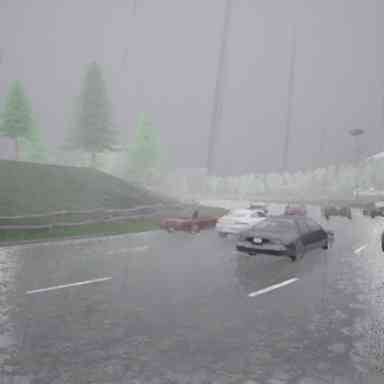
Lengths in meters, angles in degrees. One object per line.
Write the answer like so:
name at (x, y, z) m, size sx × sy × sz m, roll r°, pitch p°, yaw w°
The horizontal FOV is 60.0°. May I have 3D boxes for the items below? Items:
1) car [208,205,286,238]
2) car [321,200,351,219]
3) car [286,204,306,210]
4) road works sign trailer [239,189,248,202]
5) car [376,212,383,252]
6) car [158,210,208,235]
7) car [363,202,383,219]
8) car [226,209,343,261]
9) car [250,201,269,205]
car at (3.023, 1.611, 17.363) m, size 1.812 × 1.442 × 4.674 m, roll 0°, pitch -1°, yaw 37°
car at (13.075, 1.468, 30.406) m, size 2.097 × 1.767 × 4.553 m, roll 0°, pitch 0°, yaw 16°
car at (9.620, 1.733, 30.801) m, size 1.895 × 1.301 × 4.718 m, roll 0°, pitch 0°, yaw 17°
road works sign trailer at (13.803, 0.903, 90.716) m, size 2.380 × 3.560 × 2.880 m, roll 0°, pitch 0°, yaw -11°
car at (8.845, 1.605, 13.184) m, size 1.994 × 1.385 × 4.181 m, roll 0°, pitch 0°, yaw 37°
car at (0.265, 1.707, 19.474) m, size 1.895 × 1.301 × 4.718 m, roll 0°, pitch 0°, yaw 37°
car at (16.855, 1.628, 30.107) m, size 1.812 × 1.442 × 4.674 m, roll 0°, pitch 0°, yaw 16°
car at (3.736, 1.604, 12.601) m, size 2.033 × 1.411 × 5.357 m, roll 0°, pitch 0°, yaw 40°
car at (6.997, 1.689, 34.702) m, size 1.812 × 1.442 × 4.674 m, roll 0°, pitch 0°, yaw 13°
